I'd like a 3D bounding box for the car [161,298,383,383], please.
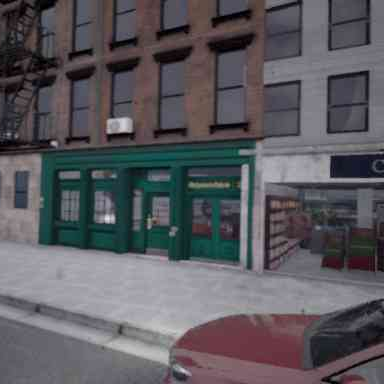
[{"bbox_3d":[1.966,1.661,2.724,4.674,1.442,1.812,1,-1,27],"label":"car"}]
